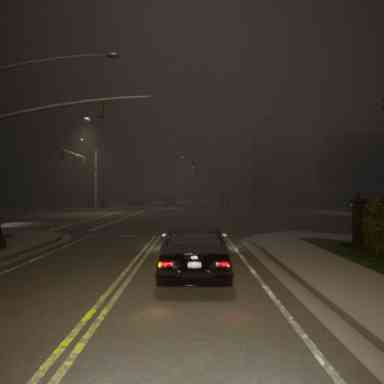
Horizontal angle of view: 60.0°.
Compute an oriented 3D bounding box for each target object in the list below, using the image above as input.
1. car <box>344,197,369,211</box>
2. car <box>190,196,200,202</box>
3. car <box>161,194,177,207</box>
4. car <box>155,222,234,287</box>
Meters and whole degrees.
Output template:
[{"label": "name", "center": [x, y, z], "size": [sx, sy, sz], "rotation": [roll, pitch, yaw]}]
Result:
[{"label": "car", "center": [20.167, 1.398, 38.711], "size": [4.553, 1.767, 2.097], "rotation": [0, 0, -1]}, {"label": "car", "center": [0.633, 1.711, 78.821], "size": [1.812, 1.442, 4.674], "rotation": [0, 0, 12]}, {"label": "car", "center": [-3.666, 1.349, 53.845], "size": [2.150, 2.045, 5.566], "rotation": [0, 0, 0]}, {"label": "car", "center": [0.063, 1.570, 9.433], "size": [2.033, 1.411, 5.357], "rotation": [0, 0, 0]}]
